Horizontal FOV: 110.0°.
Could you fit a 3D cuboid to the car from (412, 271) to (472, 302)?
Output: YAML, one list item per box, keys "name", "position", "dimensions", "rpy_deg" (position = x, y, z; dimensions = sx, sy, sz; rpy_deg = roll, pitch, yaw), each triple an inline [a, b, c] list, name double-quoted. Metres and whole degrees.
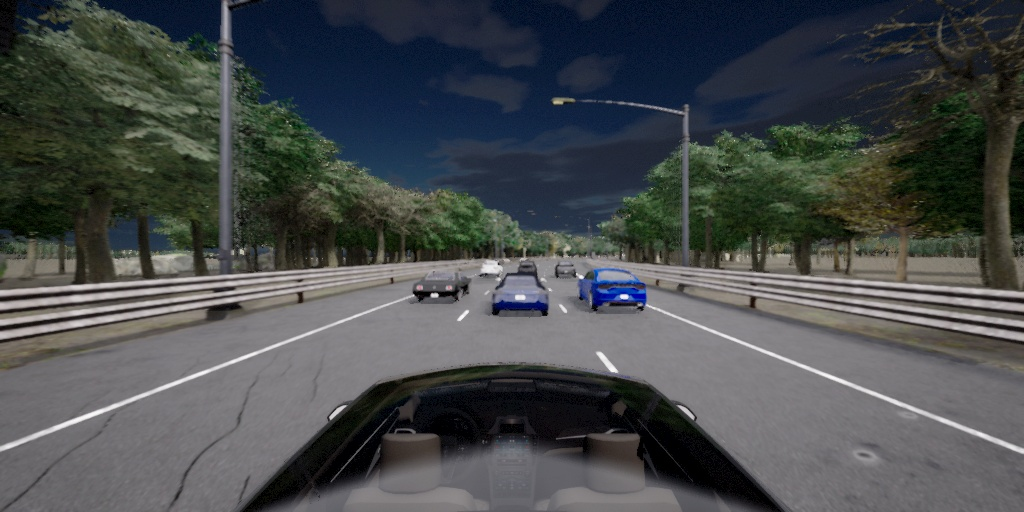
- name: "car"
  position: [-3.074, 1.327, 16.872]
  dimensions: [1.895, 1.301, 4.718]
  rpy_deg: [0, 0, 2]

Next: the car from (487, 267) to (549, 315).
- name: "car"
  position: [0.324, 1.301, 13.537]
  dimensions: [1.994, 1.385, 4.181]
  rpy_deg: [0, 0, 2]

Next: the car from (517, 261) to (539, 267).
- name: "car"
  position: [1.503, 1.220, 34.344]
  dimensions: [1.837, 1.490, 4.892]
  rpy_deg: [0, 0, 5]

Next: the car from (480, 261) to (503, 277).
- name: "car"
  position: [-1.954, 1.234, 35.007]
  dimensions: [1.812, 1.442, 4.674]
  rpy_deg: [0, 0, 5]

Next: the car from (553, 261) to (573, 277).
- name: "car"
  position: [5.011, 1.214, 34.275]
  dimensions: [2.128, 1.511, 4.902]
  rpy_deg: [0, 0, 5]

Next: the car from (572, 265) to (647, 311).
- name: "car"
  position: [3.853, 1.220, 14.558]
  dimensions: [1.882, 1.535, 5.008]
  rpy_deg: [0, 0, 2]
